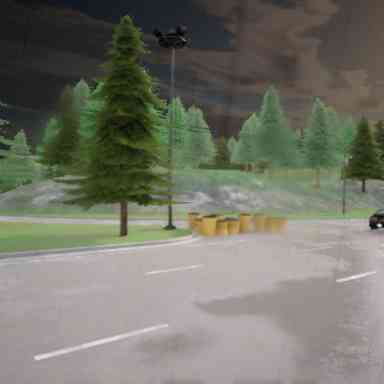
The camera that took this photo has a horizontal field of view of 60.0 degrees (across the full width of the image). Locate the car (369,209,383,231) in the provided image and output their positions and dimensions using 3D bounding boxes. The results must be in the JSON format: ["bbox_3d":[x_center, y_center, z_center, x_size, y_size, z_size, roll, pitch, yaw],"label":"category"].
[{"bbox_3d":[13.623,1.824,22.058,4.892,1.490,1.837,0,0,-35],"label":"car"}]
